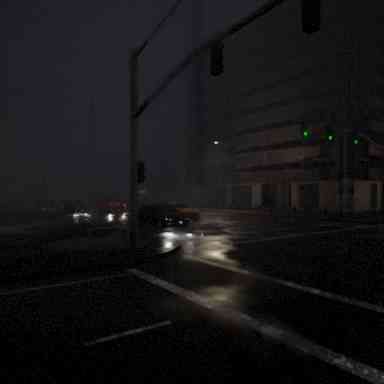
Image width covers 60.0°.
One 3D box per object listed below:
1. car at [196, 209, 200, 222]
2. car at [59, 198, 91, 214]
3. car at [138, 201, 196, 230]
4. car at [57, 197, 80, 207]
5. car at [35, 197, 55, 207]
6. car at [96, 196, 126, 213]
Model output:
[{"bbox_3d":[-1.302,1.536,26.784,1.882,1.535,5.008,0,0,-35],"label":"car"},{"bbox_3d":[-13.041,1.605,37.269,2.033,1.411,5.357,0,0,-35],"label":"car"},{"bbox_3d":[-2.073,1.562,21.825,1.837,1.490,4.892,0,0,-36],"label":"car"},{"bbox_3d":[-19.657,1.606,52.789,2.033,1.411,5.357,0,0,-35],"label":"car"},{"bbox_3d":[-22.548,1.404,50.817,2.033,1.411,5.357,0,0,-35],"label":"car"},{"bbox_3d":[-9.226,1.410,37.946,2.097,1.767,4.553,0,0,-35],"label":"car"}]
